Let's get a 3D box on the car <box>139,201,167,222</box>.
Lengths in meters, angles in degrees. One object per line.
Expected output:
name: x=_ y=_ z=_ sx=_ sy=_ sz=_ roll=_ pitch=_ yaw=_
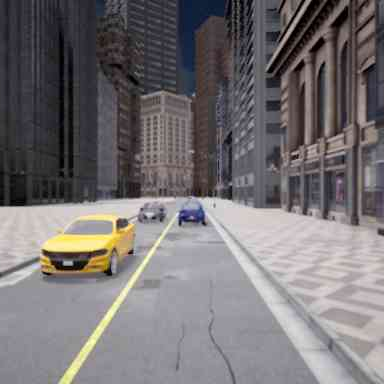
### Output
car: x=-3.034 y=1.508 z=26.236 sx=2.128 sy=1.511 sz=4.902 roll=0 pitch=0 yaw=0

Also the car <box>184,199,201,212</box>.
car: x=0.027 y=1.594 z=40.732 sx=1.994 sy=1.385 sz=4.181 roll=0 pitch=0 yaw=0

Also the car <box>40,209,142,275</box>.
car: x=-3.019 y=1.484 z=10.637 sx=1.882 sy=1.535 sz=5.008 roll=0 pitch=0 yaw=0

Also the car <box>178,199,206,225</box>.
car: x=0.004 y=1.490 z=23.965 sx=1.882 sy=1.535 sz=5.008 roll=0 pitch=0 yaw=0
